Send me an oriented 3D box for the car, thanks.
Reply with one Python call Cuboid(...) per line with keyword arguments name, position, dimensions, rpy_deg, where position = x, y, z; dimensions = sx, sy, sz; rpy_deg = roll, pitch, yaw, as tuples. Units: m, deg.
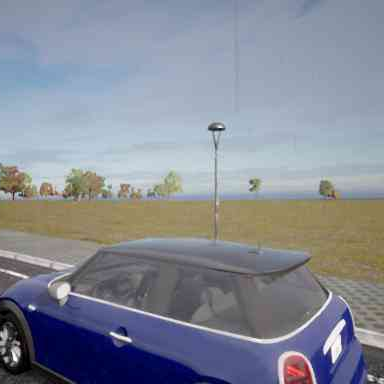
Cuboid(name="car", position=(-0.492, 1.352, 4.077), dimensions=(4.553, 1.767, 2.097), rpy_deg=(0, 0, 36))
